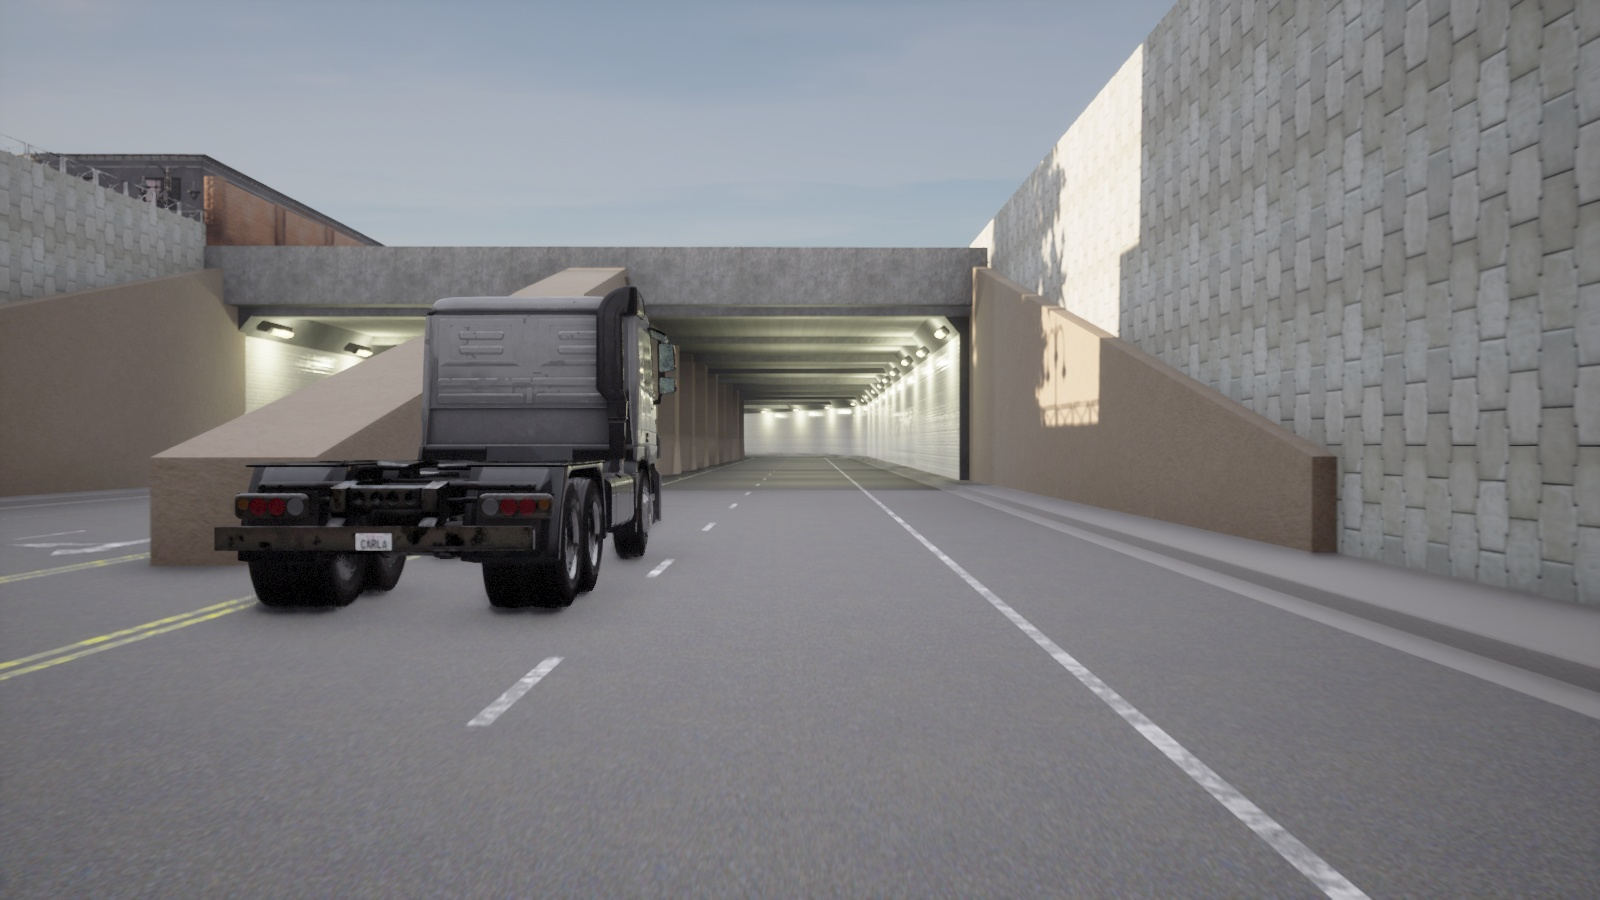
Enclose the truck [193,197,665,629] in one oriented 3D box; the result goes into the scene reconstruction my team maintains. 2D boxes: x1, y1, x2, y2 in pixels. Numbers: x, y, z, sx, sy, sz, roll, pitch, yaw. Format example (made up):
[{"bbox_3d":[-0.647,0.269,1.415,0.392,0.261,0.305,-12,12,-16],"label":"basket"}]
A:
[{"bbox_3d":[-3.406,-0.317,14.042,2.891,3.462,7.936,0,0,0],"label":"truck"}]
